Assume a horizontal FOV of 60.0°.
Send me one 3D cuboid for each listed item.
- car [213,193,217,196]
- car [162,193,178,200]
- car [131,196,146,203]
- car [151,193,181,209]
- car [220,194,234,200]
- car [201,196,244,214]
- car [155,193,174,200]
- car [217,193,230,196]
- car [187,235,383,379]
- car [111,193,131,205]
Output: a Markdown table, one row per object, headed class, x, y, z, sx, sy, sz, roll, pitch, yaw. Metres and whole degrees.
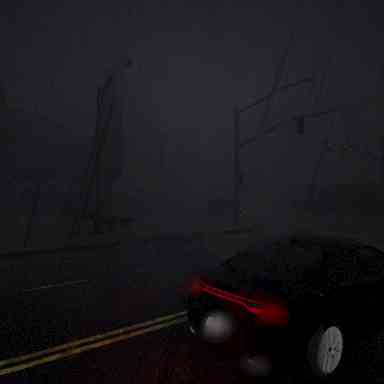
| class | x | y | z | sx | sy | sz | roll | pitch | yaw |
| --- | --- | --- | --- | --- | --- | --- | --- | --- | --- |
| car | 6.022 | 1.156 | 71.086 | 3.866 | 1.878 | 1.905 | 0 | 0 | -37 |
| car | -5.687 | 1.156 | 86.834 | 3.866 | 1.878 | 1.905 | 0 | 0 | -37 |
| car | -11.706 | 1.540 | 70.537 | 2.033 | 1.411 | 5.357 | 0 | 0 | -35 |
| car | -3.697 | 1.223 | 46.773 | 2.150 | 2.045 | 5.566 | 0 | 0 | -35 |
| car | 9.960 | 1.395 | 95.055 | 3.806 | 1.475 | 1.970 | 0 | 0 | -37 |
| car | 3.626 | 1.491 | 36.323 | 2.128 | 1.511 | 4.902 | 0 | 0 | -35 |
| car | -7.366 | 1.153 | 89.192 | 4.605 | 1.855 | 1.932 | 0 | 0 | -37 |
| car | 7.736 | 1.395 | 68.753 | 3.806 | 1.475 | 1.970 | 0 | 0 | -37 |
| car | 2.241 | 1.478 | 5.607 | 5.008 | 1.535 | 1.882 | 0 | 0 | -37 |
| car | -13.956 | 1.209 | 61.550 | 2.150 | 2.045 | 5.566 | 0 | 0 | -35 |
